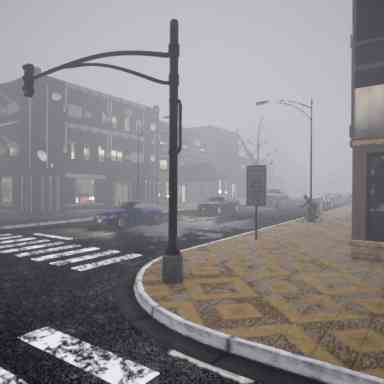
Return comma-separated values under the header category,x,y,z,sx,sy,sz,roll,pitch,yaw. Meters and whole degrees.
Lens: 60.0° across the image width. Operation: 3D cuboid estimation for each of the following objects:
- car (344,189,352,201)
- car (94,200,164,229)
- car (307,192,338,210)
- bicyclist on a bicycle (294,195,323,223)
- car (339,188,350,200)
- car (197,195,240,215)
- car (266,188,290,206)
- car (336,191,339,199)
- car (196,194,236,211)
category,x,y,z,sx,sy,sz,roll,pitch,yaw
car,25.481,0.619,51.642,1.887,1.381,4.507,2,2,35
car,-3.600,1.248,19.843,1.812,1.442,4.674,1,1,37
car,12.711,0.994,33.029,2.008,1.369,4.403,2,2,35
bicyclist on a bicycle,6.830,1.003,19.562,1.656,1.620,0.582,0,1,35
car,24.283,0.572,54.508,2.033,1.411,5.357,1,1,36
car,2.350,1.028,28.437,1.882,1.535,5.008,1,1,35
car,9.722,0.559,39.051,2.150,2.045,5.566,1,2,35
car,18.598,0.789,46.274,1.895,1.301,4.718,1,1,35
car,2.450,1.012,33.341,2.008,1.369,4.403,2,2,35
